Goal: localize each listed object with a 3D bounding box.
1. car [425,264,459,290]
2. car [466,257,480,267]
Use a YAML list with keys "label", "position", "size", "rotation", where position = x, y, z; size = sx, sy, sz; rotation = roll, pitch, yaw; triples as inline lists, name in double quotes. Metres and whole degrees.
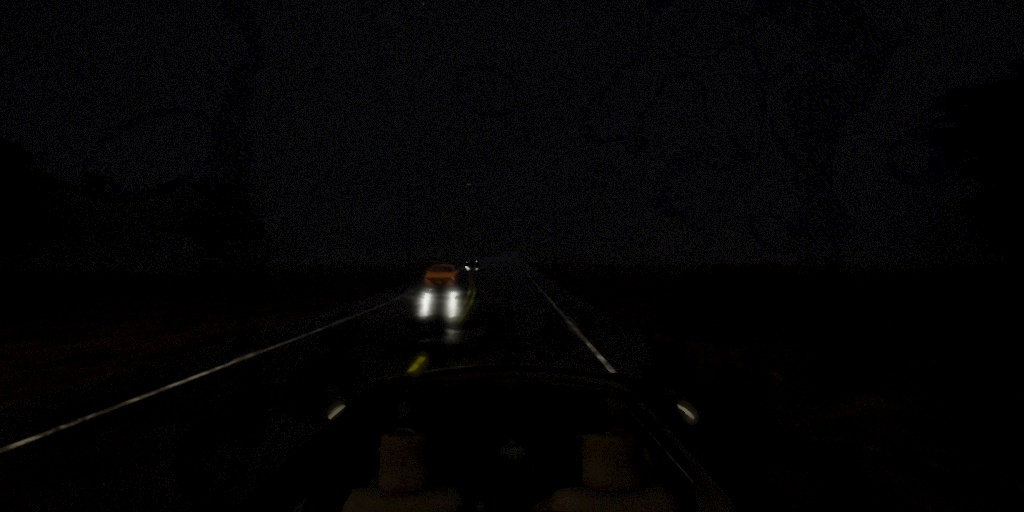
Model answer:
- label: "car"
  position: [-4.462, 1.269, 23.288]
  size: [1.882, 1.535, 5.008]
  rotation: [0, 0, -6]
- label: "car"
  position: [-7.026, 0.990, 64.656]
  size: [2.097, 1.767, 4.553]
  rotation: [0, 0, 0]
